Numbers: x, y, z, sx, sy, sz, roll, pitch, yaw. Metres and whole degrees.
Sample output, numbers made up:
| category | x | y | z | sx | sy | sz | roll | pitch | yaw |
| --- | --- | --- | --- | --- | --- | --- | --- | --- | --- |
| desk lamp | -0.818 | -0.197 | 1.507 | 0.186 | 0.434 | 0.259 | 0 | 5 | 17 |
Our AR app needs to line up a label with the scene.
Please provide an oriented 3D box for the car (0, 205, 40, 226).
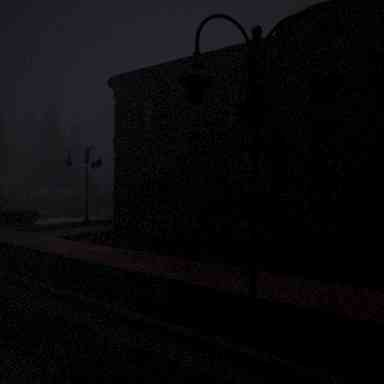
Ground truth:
| category | x | y | z | sx | sy | sz | roll | pitch | yaw |
| --- | --- | --- | --- | --- | --- | --- | --- | --- | --- |
| car | -11.221 | 1.342 | 18.980 | 1.895 | 1.301 | 4.718 | 1 | 1 | 30 |
